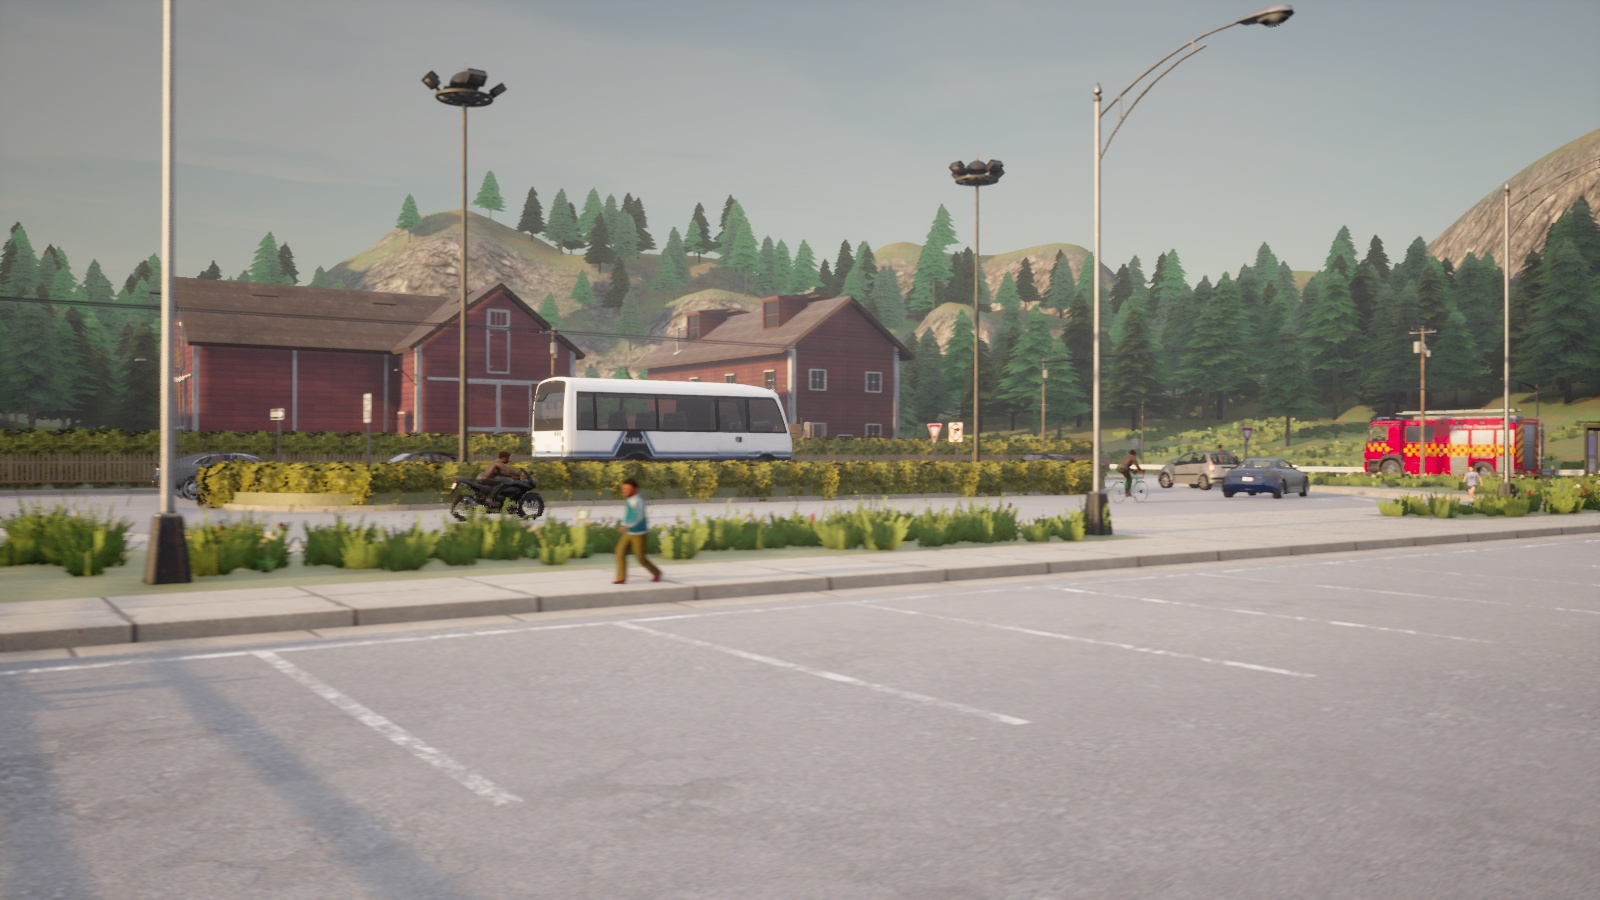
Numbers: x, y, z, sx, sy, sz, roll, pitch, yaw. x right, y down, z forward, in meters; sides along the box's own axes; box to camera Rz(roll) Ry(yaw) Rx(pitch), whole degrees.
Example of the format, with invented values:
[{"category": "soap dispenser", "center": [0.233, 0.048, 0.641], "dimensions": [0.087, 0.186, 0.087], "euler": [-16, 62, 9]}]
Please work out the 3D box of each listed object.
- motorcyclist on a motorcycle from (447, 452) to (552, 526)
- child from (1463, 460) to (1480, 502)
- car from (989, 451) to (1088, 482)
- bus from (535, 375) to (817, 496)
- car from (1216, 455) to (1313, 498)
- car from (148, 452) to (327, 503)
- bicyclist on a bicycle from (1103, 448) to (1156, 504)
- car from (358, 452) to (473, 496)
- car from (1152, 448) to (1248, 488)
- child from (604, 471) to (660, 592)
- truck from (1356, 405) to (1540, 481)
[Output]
[{"category": "motorcyclist on a motorcycle", "center": [-6.400, 0.806, 26.738], "dimensions": [2.044, 1.523, 0.797], "euler": [0, -1, -27]}, {"category": "child", "center": [17.762, 0.821, 33.200], "dimensions": [0.394, 1.110, 0.255], "euler": [0, 0, -37]}, {"category": "car", "center": [12.272, 0.833, 64.498], "dimensions": [4.902, 1.511, 2.128], "euler": [0, 0, -34]}, {"category": "bus", "center": [-4.689, -0.502, 48.779], "dimensions": [10.273, 4.253, 3.944], "euler": [0, 0, -34]}, {"category": "car", "center": [16.084, 0.881, 43.337], "dimensions": [1.994, 1.385, 4.181], "euler": [0, 0, 38]}, {"category": "car", "center": [-17.827, 0.836, 39.870], "dimensions": [4.902, 1.511, 2.128], "euler": [0, 0, -34]}, {"category": "bicyclist on a bicycle", "center": [9.931, 0.768, 37.825], "dimensions": [1.656, 1.620, 0.582], "euler": [-1, 1, -34]}, {"category": "car", "center": [-14.245, 0.868, 46.526], "dimensions": [3.705, 1.549, 1.789], "euler": [0, 0, -34]}, {"category": "car", "center": [16.790, 0.737, 52.869], "dimensions": [1.851, 1.617, 3.988], "euler": [0, 0, -19]}, {"category": "child", "center": [-1.708, 0.815, 12.768], "dimensions": [0.448, 1.192, 0.343], "euler": [0, 0, -36]}, {"category": "truck", "center": [34.624, -0.327, 67.468], "dimensions": [2.891, 3.827, 8.468], "euler": [0, 0, -34]}]
